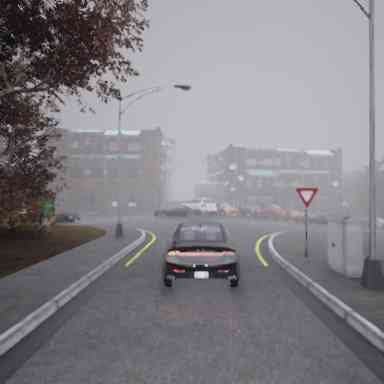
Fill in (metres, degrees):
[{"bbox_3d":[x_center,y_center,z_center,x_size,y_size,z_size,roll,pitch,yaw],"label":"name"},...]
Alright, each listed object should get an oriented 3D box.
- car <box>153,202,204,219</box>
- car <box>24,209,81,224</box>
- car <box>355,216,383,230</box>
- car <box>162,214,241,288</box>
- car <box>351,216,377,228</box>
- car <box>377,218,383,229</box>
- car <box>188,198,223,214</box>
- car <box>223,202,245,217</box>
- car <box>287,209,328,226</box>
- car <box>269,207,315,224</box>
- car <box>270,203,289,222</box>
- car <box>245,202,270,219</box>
[{"bbox_3d":[-1.546,1.960,33.074,4.718,1.301,1.895,0,-1,-9],"label":"car"},{"bbox_3d":[-12.849,2.176,30.073,5.357,1.411,2.033,-2,-1,13],"label":"car"},{"bbox_3d":[24.205,4.079,43.546,2.002,1.452,4.674,7,-3,-31],"label":"car"},{"bbox_3d":[0.238,1.592,9.542,2.128,1.511,4.902,0,-1,1],"label":"car"},{"bbox_3d":[21.249,3.796,42.946,2.002,1.452,4.674,6,-3,-31],"label":"car"},{"bbox_3d":[24.312,3.942,38.234,4.674,1.442,1.812,6,-2,-11],"label":"car"},{"bbox_3d":[0.707,1.690,38.623,2.435,2.045,5.566,1,-1,-32],"label":"car"},{"bbox_3d":[3.570,1.975,39.295,2.185,1.767,4.553,4,-2,-33],"label":"car"},{"bbox_3d":[13.260,2.960,35.964,4.718,1.301,1.895,5,-2,-11],"label":"car"},{"bbox_3d":[12.320,2.906,41.309,1.946,1.575,5.366,6,-3,-32],"label":"car"},{"bbox_3d":[9.508,2.379,40.522,2.435,2.045,5.566,7,-3,-32],"label":"car"},{"bbox_3d":[6.527,2.219,39.880,2.185,1.767,4.553,6,-3,-32],"label":"car"}]
